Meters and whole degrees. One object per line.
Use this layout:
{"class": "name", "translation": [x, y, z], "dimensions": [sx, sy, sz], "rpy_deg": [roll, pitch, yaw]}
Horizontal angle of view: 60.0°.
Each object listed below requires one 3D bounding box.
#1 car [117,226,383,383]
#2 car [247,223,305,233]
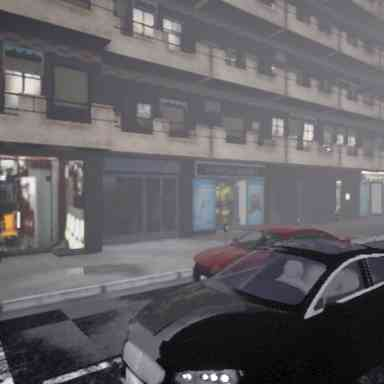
{"class": "car", "translation": [1.483, 1.462, 4.421], "dimensions": [4.902, 1.511, 2.128], "rpy_deg": [-1, 0, -35]}
{"class": "car", "translation": [2.076, 1.494, 8.030], "dimensions": [4.507, 1.381, 1.887], "rpy_deg": [-1, 1, -35]}
